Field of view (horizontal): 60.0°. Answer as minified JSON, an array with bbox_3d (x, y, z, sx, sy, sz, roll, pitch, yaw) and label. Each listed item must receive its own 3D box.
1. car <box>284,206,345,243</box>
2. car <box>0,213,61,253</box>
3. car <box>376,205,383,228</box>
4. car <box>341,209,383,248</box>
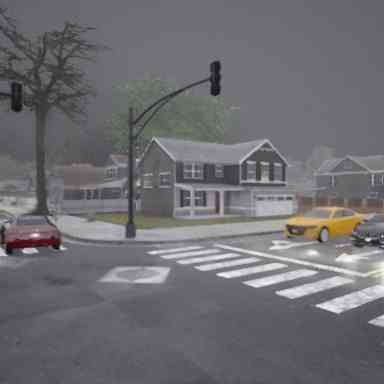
[{"bbox_3d":[6.624,1.485,16.390,5.008,1.535,1.882,0,0,-36],"label":"car"},{"bbox_3d":[-6.852,1.583,14.007,1.994,1.385,4.181,0,0,-32],"label":"car"},{"bbox_3d":[14.088,1.574,21.688,4.181,1.385,1.994,0,0,-35],"label":"car"},{"bbox_3d":[8.480,1.512,13.714,4.892,1.490,1.837,0,0,-35],"label":"car"}]
